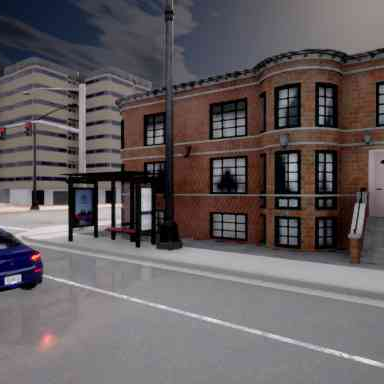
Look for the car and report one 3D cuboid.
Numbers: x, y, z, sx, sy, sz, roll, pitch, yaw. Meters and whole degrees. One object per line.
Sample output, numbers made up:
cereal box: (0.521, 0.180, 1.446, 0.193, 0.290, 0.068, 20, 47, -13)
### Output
car: (-5.289, 1.508, 7.718, 4.674, 1.442, 1.812, 0, 0, 36)
